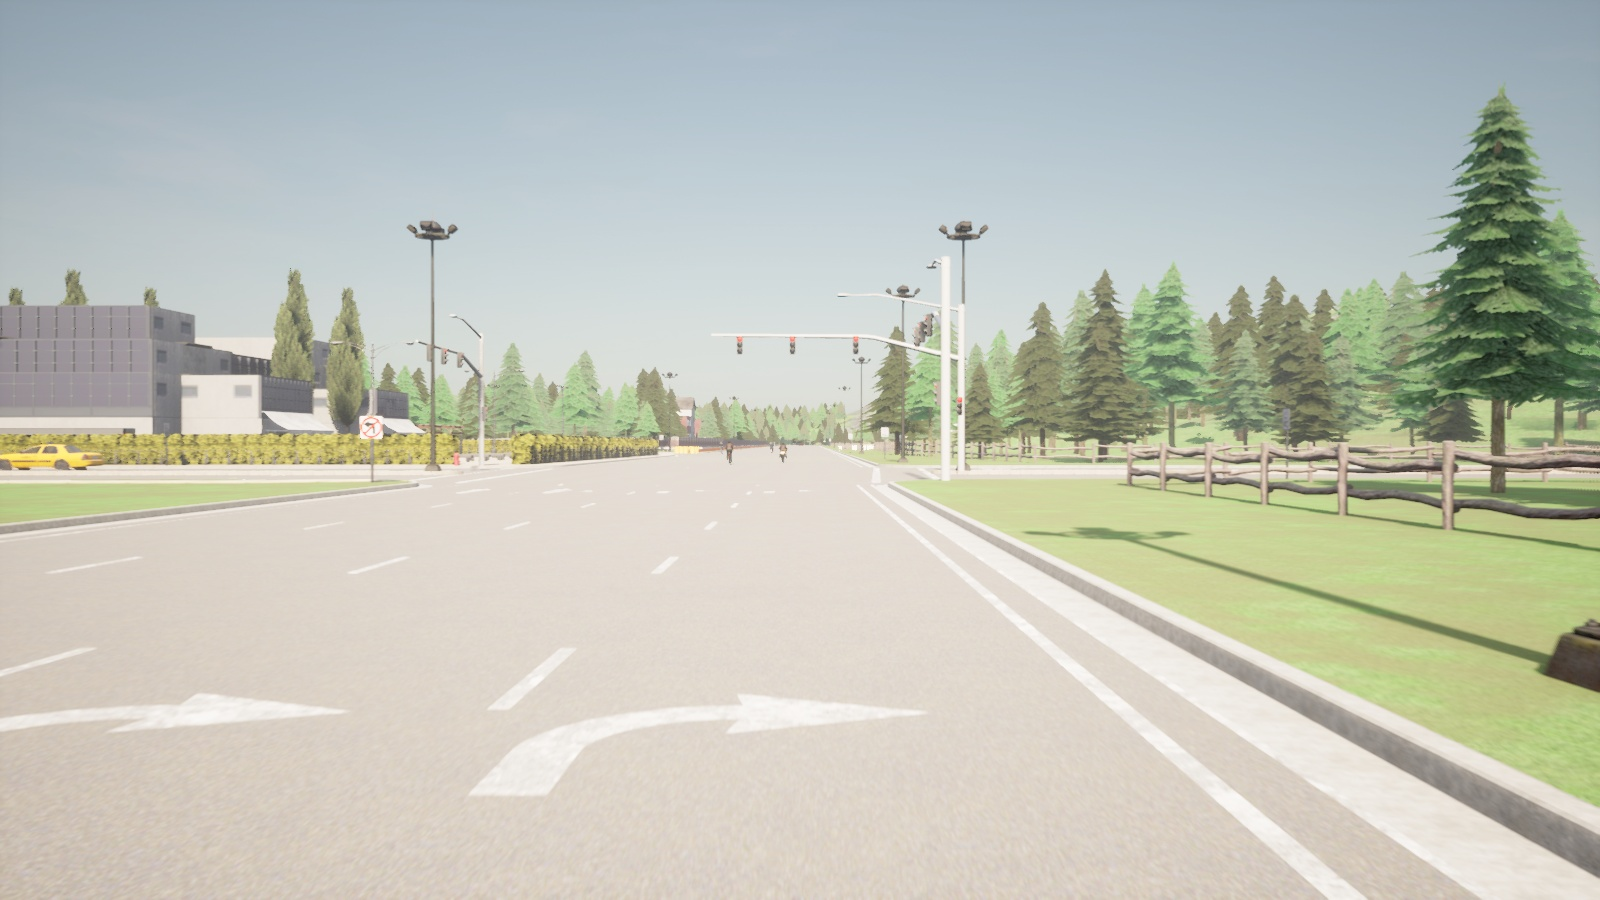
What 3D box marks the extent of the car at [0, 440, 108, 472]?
[{"bbox_3d":[-38.494,0.293,64.056,5.366,1.575,1.801,0,0,0],"label":"car"}]
